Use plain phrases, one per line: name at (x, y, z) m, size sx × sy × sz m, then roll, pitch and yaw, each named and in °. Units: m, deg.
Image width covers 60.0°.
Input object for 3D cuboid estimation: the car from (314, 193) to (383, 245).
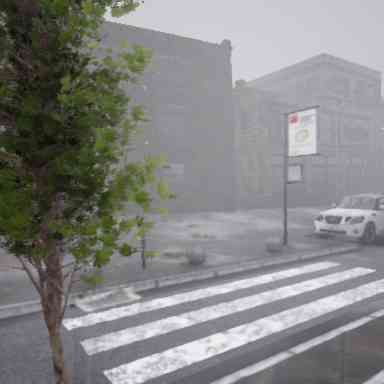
car at (8.016, 1.108, 15.282) m, size 5.566 × 2.045 × 2.435 m, roll -1°, pitch 0°, yaw -35°
